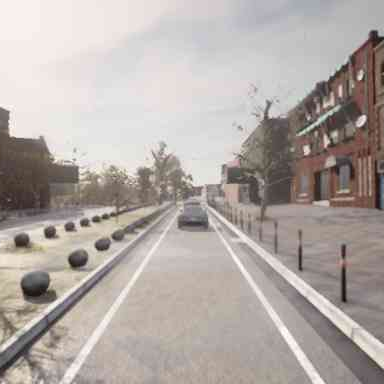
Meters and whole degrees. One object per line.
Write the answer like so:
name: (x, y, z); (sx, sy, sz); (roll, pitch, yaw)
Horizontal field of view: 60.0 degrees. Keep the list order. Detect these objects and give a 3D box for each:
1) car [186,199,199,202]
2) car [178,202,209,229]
car: (0.049, 1.552, 39.188); (2.128, 1.511, 4.902); (0, 0, 0)
car: (0.070, 1.598, 22.175); (1.994, 1.385, 4.181); (0, 0, 0)
